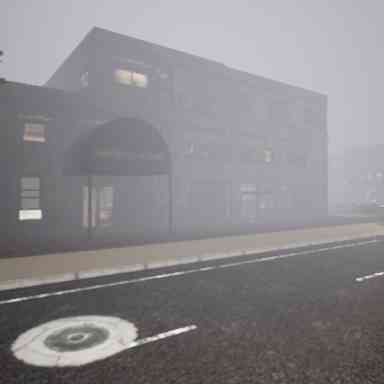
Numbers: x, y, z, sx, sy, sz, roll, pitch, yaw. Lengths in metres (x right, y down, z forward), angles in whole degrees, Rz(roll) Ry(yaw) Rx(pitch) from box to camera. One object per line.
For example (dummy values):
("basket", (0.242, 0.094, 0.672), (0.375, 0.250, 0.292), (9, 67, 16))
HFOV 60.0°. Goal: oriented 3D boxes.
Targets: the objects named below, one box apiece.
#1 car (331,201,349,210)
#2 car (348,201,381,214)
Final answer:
("car", (23.597, 2.067, 51.277), (2.008, 1.369, 4.403), (-1, 0, -36))
("car", (21.533, 2.026, 39.546), (1.947, 1.339, 4.313), (-1, 0, -36))
